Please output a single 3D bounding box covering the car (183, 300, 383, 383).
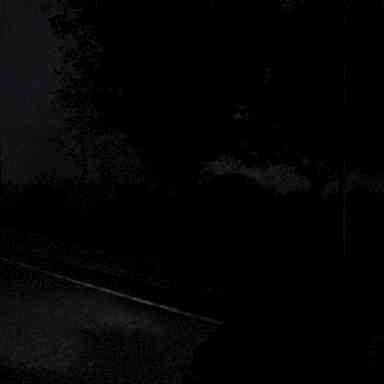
[{"bbox_3d":[2.260,1.608,2.461,4.718,1.301,1.895,0,0,36],"label":"car"}]
